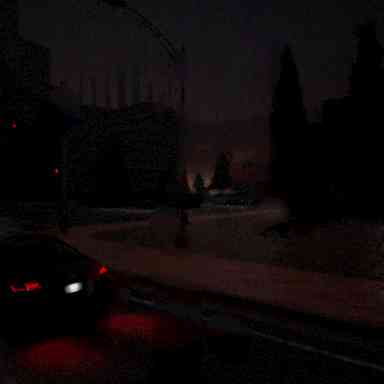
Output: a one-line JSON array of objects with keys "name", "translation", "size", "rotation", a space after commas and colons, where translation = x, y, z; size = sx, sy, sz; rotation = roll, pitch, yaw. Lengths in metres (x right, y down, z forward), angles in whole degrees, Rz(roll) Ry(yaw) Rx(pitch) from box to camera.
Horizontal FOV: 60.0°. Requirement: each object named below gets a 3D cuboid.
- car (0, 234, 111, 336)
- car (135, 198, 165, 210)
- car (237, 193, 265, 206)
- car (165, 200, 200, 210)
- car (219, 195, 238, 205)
[{"name": "car", "translation": [-3.577, 1.569, 6.782], "size": [4.181, 1.385, 1.994], "rotation": [0, 0, 37]}, {"name": "car", "translation": [-5.350, 1.562, 44.447], "size": [1.882, 1.535, 5.008], "rotation": [0, 0, 38]}, {"name": "car", "translation": [10.506, 1.590, 59.013], "size": [2.097, 1.767, 4.553], "rotation": [0, 0, 38]}, {"name": "car", "translation": [-0.959, 1.701, 44.394], "size": [1.895, 1.301, 4.718], "rotation": [0, 0, 38]}, {"name": "car", "translation": [7.604, 1.689, 60.986], "size": [1.837, 1.490, 4.892], "rotation": [0, -1, 38]}]
